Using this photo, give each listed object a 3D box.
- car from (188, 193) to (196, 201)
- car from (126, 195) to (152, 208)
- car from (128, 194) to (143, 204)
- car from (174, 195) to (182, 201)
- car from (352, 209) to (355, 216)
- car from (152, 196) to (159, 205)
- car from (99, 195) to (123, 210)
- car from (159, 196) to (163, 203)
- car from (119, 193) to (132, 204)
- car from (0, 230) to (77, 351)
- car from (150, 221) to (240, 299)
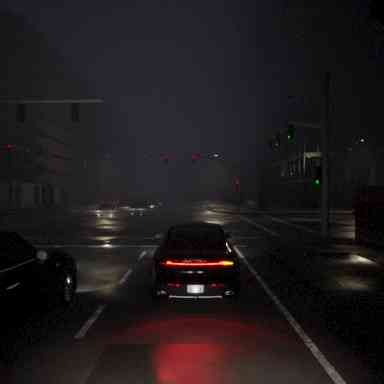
[{"bbox_3d":[-0.004,1.225,84.459,2.150,2.045,5.566,0,0,1],"label":"car"},{"bbox_3d":[-7.474,1.547,47.496,2.033,1.411,5.357,0,0,0],"label":"car"},{"bbox_3d":[-10.781,1.352,63.883,2.097,1.767,4.553,0,0,1],"label":"car"},{"bbox_3d":[-3.507,1.553,84.235,1.994,1.385,4.181,0,0,1],"label":"car"},{"bbox_3d":[15.976,1.656,27.665,4.718,1.301,1.895,0,0,0],"label":"car"},{"bbox_3d":[-7.386,1.478,57.475,1.882,1.535,5.008,0,0,1],"label":"car"},{"bbox_3d":[-10.962,1.478,44.314,1.882,1.535,5.008,0,0,0],"label":"car"},{"bbox_3d":[-7.159,1.539,70.643,2.033,1.411,5.357,0,0,1],"label":"car"},{"bbox_3d":[-10.930,1.221,54.134,2.150,2.045,5.566,0,0,1],"label":"car"},{"bbox_3d":[-3.445,1.352,5.119,2.097,1.767,4.553,0,0,0],"label":"car"},{"bbox_3d":[0.082,1.505,8.441,1.837,1.490,4.892,0,0,0],"label":"car"}]
